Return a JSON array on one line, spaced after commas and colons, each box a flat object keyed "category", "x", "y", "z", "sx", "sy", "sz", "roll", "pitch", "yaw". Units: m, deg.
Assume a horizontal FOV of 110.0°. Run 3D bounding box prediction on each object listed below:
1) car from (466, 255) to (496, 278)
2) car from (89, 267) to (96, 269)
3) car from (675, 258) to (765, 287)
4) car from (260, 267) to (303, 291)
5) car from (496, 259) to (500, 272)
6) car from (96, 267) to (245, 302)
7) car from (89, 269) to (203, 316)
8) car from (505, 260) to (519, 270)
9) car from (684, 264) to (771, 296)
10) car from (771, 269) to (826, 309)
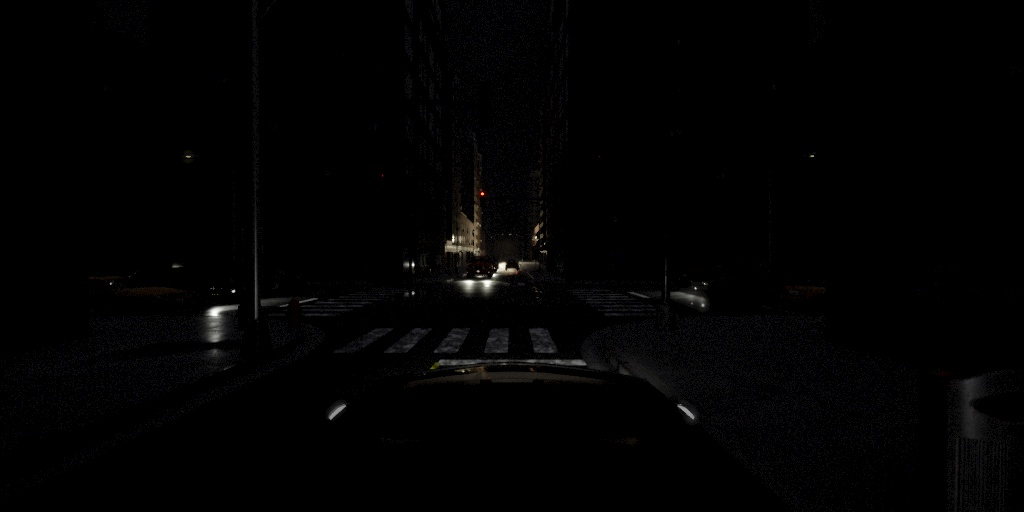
[{"category": "car", "x": -2.907, "y": 0.963, "z": 33.542, "sx": 2.150, "sy": 2.045, "sz": 5.566, "roll": 0, "pitch": 0, "yaw": 0}, {"category": "car", "x": -25.392, "y": 1.314, "z": 20.956, "sx": 4.313, "sy": 1.339, "sz": 1.948, "roll": 0, "pitch": 0, "yaw": 0}, {"category": "car", "x": 12.316, "y": 1.032, "z": 20.974, "sx": 5.009, "sy": 1.841, "sz": 2.192, "roll": 0, "pitch": 0, "yaw": 0}, {"category": "car", "x": -14.567, "y": 1.306, "z": 20.961, "sx": 4.313, "sy": 1.339, "sz": 1.948, "roll": 0, "pitch": 0, "yaw": 0}, {"category": "car", "x": -2.923, "y": 0.955, "z": 43.931, "sx": 2.150, "sy": 2.045, "sz": 5.566, "roll": 0, "pitch": 0, "yaw": 0}, {"category": "car", "x": -14.408, "y": 1.271, "z": 15.484, "sx": 4.892, "sy": 1.490, "sz": 1.837, "roll": 0, "pitch": 0, "yaw": 1}, {"category": "car", "x": -14.402, "y": 1.304, "z": 12.936, "sx": 4.829, "sy": 1.417, "sz": 1.751, "roll": 0, "pitch": 0, "yaw": 0}, {"category": "car", "x": 0.006, "y": 1.252, "z": 52.105, "sx": 1.812, "sy": 1.442, "sz": 4.674, "roll": 0, "pitch": 0, "yaw": 0}, {"category": "car", "x": 12.136, "y": 1.277, "z": 18.398, "sx": 5.357, "sy": 1.411, "sz": 2.033, "roll": 0, "pitch": 0, "yaw": 3}, {"category": "car", "x": 12.481, "y": 1.280, "z": 12.949, "sx": 4.829, "sy": 1.417, "sz": 1.751, "roll": 0, "pitch": 0, "yaw": 0}]
